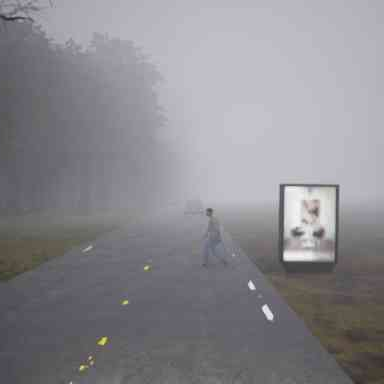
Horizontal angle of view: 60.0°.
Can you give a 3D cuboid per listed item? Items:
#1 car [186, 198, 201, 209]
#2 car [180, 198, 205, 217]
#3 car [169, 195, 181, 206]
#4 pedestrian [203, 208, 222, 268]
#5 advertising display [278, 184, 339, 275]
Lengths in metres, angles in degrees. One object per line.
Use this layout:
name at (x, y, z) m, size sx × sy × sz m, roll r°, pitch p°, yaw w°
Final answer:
car at (0.262, 1.536, 45.142) m, size 1.994 × 1.385 × 4.181 m, roll 0°, pitch 0°, yaw 1°
car at (0.220, 1.513, 30.994) m, size 2.033 × 1.411 × 5.357 m, roll 0°, pitch 0°, yaw 1°
car at (-2.589, 1.333, 53.865) m, size 2.097 × 1.767 × 4.553 m, roll 0°, pitch 0°, yaw 0°
pedestrian at (0.599, 1.272, 9.760) m, size 0.375 × 1.860 × 0.375 m, roll -1°, pitch 1°, yaw 0°
advertising display at (3.178, 1.003, 9.103) m, size 1.540 × 2.440 × 0.280 m, roll 1°, pitch 1°, yaw 0°
